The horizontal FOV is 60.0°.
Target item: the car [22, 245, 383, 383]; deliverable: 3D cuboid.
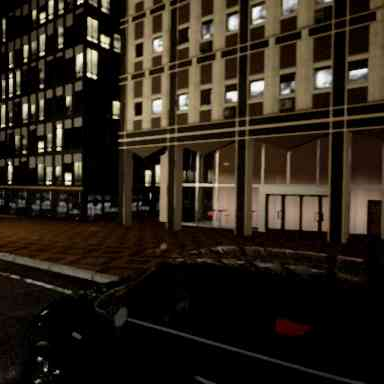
[{"bbox_3d":[0.265,1.359,3.374,4.553,1.767,2.097,0,0,36],"label":"car"}]
